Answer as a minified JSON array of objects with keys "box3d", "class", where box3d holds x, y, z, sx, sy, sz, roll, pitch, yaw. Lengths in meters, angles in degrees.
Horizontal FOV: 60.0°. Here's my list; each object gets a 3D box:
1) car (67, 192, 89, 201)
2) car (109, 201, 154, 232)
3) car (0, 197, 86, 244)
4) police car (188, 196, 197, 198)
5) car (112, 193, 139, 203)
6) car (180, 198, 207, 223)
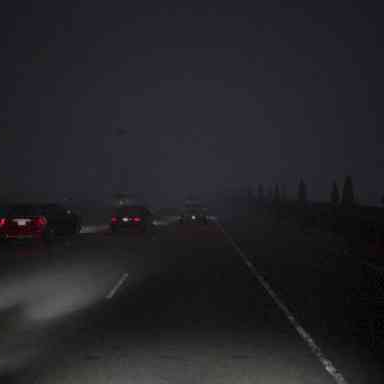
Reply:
[{"box3d":[-17.517,1.025,50.666,2.150,2.045,5.566,0,0,0],"class":"car"},{"box3d":[-3.404,1.461,19.516,2.033,1.411,5.357,0,0,0],"class":"car"},{"box3d":[-6.903,1.281,15.625,2.097,1.767,4.553,0,0,0],"class":"car"},{"box3d":[0.092,1.332,41.717,2.038,1.542,4.974,0,0,0],"class":"police car"},{"box3d":[-6.906,1.078,35.020,2.150,2.045,5.566,0,0,0],"class":"car"},{"box3d":[0.096,1.422,24.049,1.812,1.442,4.674,0,0,0],"class":"car"}]
